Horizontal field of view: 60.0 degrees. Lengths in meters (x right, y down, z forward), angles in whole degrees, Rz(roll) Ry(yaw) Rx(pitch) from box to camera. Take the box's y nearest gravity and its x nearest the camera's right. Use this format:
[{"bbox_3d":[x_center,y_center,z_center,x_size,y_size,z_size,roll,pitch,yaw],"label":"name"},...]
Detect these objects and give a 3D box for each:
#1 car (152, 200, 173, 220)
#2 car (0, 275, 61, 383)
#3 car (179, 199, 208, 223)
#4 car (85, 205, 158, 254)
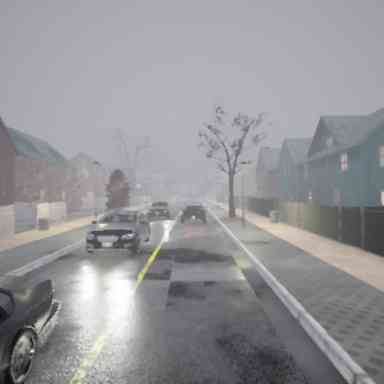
[{"bbox_3d":[-2.700,1.511,28.718,1.837,1.490,4.892,0,-1,1],"label":"car"},{"bbox_3d":[-2.844,1.543,2.526,2.033,1.411,5.357,0,0,1],"label":"car"},{"bbox_3d":[0.118,1.506,25.145,1.837,1.490,4.892,0,0,0],"label":"car"},{"bbox_3d":[-2.809,1.484,13.499,2.128,1.511,4.902,0,0,0],"label":"car"}]
